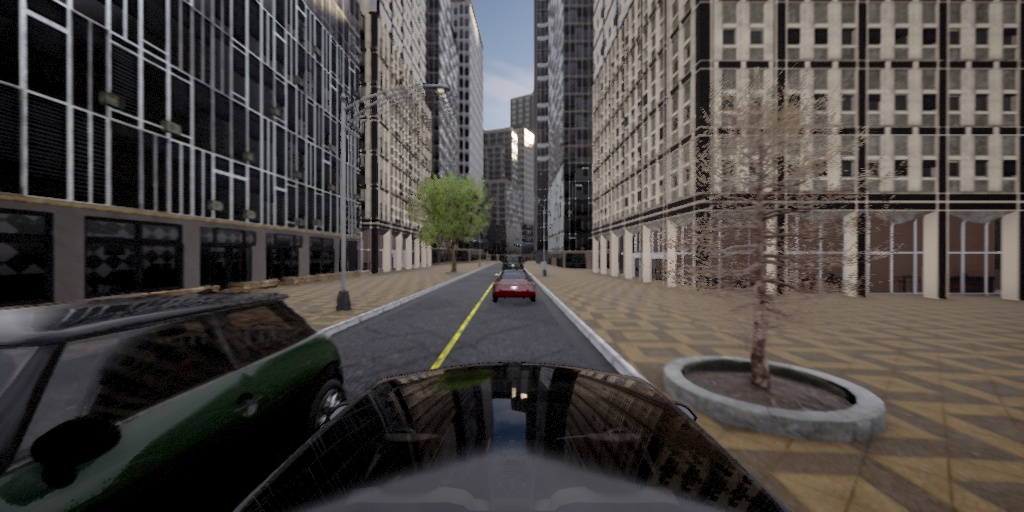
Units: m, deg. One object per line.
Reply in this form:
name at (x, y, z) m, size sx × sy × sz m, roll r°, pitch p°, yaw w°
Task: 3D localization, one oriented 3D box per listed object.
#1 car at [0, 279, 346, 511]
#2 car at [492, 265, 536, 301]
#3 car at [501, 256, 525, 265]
car at (-2.844, 1.102, 1.976) m, size 2.097 × 1.767 × 4.553 m, roll 0°, pitch 0°, yaw 0°
car at (0.093, 1.318, 17.303) m, size 1.994 × 1.385 × 4.181 m, roll 0°, pitch 0°, yaw 0°
car at (0.087, 0.984, 36.259) m, size 2.150 × 2.045 × 5.566 m, roll 0°, pitch 0°, yaw 0°
